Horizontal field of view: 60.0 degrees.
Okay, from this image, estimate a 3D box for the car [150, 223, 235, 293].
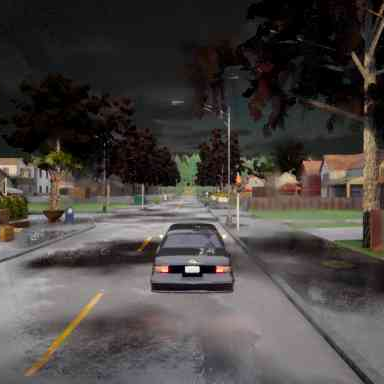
[{"bbox_3d":[0.017,1.547,8.962,2.033,1.411,5.357,0,0,0],"label":"car"}]
